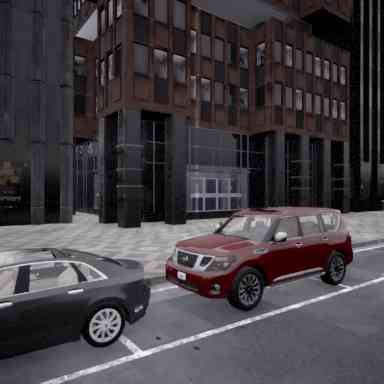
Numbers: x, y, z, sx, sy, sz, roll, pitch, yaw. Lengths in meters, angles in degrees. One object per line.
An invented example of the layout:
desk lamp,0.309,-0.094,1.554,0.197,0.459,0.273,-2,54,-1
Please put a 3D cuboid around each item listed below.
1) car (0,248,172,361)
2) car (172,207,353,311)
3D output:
car,-2.725,1.551,4.703,4.403,1.369,2.008,0,0,-35
car,1.843,1.316,7.960,5.009,1.841,2.192,0,0,-35
